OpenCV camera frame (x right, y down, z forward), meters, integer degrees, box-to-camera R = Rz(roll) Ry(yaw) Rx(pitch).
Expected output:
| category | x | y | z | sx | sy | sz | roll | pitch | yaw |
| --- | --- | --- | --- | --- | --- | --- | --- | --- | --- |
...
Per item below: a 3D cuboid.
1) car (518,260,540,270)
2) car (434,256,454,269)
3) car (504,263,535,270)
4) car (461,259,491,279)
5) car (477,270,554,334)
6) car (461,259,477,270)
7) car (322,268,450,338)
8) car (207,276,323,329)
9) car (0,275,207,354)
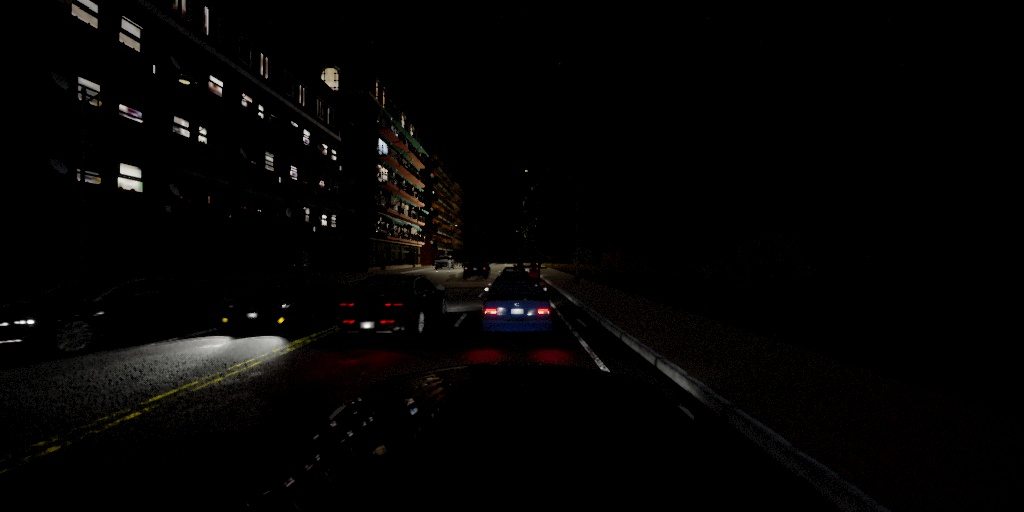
| category | x | y | z | sx | sy | sz | roll | pitch | yaw |
| --- | --- | --- | --- | --- | --- | --- | --- | --- | --- |
| car | 1.188 | 1.105 | 29.880 | 2.097 | 1.767 | 4.553 | 0 | 0 | 0 |
| car | -9.752 | 0.974 | 52.022 | 2.150 | 2.045 | 5.566 | 0 | 0 | 0 |
| car | 0.128 | 1.317 | 20.946 | 1.994 | 1.385 | 4.181 | 0 | 0 | 1 |
| car | -3.089 | 1.105 | 32.326 | 2.097 | 1.767 | 4.553 | 0 | 0 | 0 |
| car | 0.117 | 1.299 | 10.613 | 2.033 | 1.411 | 5.357 | 0 | 0 | 0 |
| car | -6.497 | 1.257 | 54.326 | 1.837 | 1.490 | 4.892 | 0 | 0 | 0 |
| car | -3.137 | 1.255 | 10.203 | 1.837 | 1.490 | 4.892 | 0 | 0 | 0 |
| car | -6.585 | 1.315 | 11.090 | 1.994 | 1.385 | 4.181 | 0 | 0 | 0 |
| car | -9.839 | 1.243 | 8.809 | 2.128 | 1.511 | 4.902 | 0 | 0 | 0 |
